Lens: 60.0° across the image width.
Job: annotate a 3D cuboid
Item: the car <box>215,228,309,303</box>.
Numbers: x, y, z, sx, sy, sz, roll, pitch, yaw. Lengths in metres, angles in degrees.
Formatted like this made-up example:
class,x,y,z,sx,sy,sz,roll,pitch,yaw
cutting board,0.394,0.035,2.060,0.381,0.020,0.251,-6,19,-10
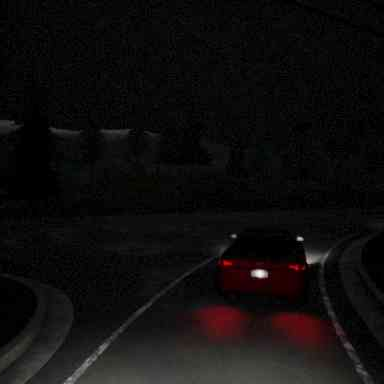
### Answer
class,x,y,z,sx,sy,sz,roll,pitch,yaw
car,1.872,1.600,8.511,1.994,1.385,4.181,0,0,16
